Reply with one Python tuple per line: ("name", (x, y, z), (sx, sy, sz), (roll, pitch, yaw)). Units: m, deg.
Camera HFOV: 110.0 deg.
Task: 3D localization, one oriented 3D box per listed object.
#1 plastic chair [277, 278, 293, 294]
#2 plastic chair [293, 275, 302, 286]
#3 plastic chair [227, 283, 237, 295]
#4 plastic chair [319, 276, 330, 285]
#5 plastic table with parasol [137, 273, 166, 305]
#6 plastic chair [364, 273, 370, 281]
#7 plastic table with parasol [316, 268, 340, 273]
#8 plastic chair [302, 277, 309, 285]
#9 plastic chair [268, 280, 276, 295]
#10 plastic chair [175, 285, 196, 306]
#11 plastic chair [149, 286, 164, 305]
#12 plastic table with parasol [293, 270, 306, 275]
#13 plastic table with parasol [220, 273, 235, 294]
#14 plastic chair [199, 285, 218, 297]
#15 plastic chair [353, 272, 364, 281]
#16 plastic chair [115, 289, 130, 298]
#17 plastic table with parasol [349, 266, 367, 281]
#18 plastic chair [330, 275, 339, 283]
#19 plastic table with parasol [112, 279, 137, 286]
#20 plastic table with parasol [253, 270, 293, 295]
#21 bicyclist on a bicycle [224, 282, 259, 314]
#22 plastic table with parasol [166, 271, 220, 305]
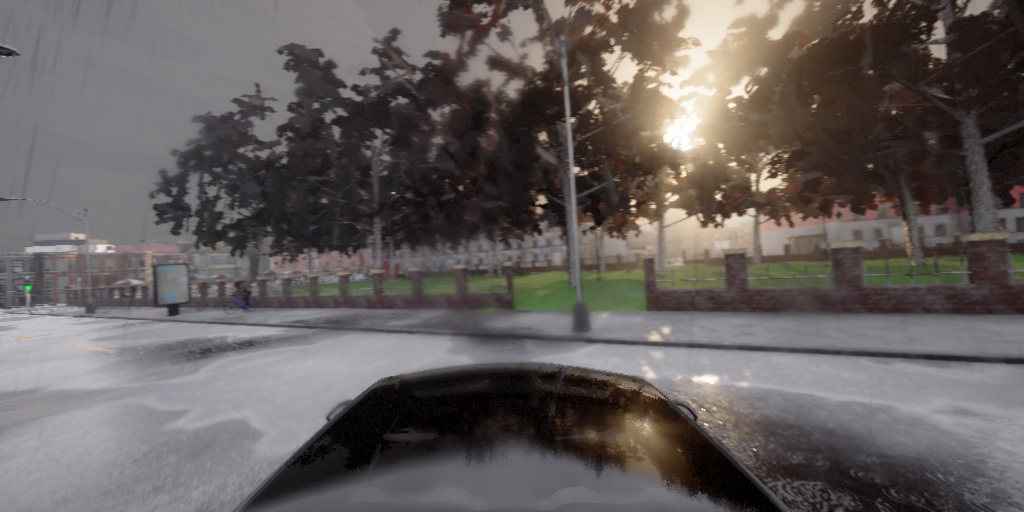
("plastic chair", (-23.202, 3.161, 36.694), (0.730, 1.272, 0.750), (0, 0, -13))
("plastic chair", (-32.735, 3.935, 54.215), (0.750, 1.272, 0.730), (0, 0, -4))
("plastic chair", (-30.781, 3.671, 39.917), (0.730, 1.272, 0.750), (0, 0, -13))
("plastic chair", (-27.423, 3.568, 52.135), (0.750, 1.272, 0.730), (0, 0, -11))
("plastic table with parasol", (-36.449, 3.408, 37.500), (2.482, 2.480, 2.482), (0, 0, -13))
("plastic chair", (-22.923, 3.426, 57.070), (0.730, 1.272, 0.750), (0, 0, -13))
("plastic table with parasol", (-27.637, 3.011, 53.251), (2.482, 2.480, 2.482), (0, 0, -11))
("plastic chair", (-31.844, 3.839, 55.741), (0.730, 1.272, 0.750), (0, 0, -13))
("plastic chair", (-24.066, 3.207, 35.220), (0.750, 1.272, 0.730), (0, 0, -8))
("plastic chair", (-28.925, 3.480, 31.738), (0.750, 1.272, 0.730), (0, 0, -8))
("plastic chair", (-36.093, 3.975, 36.223), (0.750, 1.272, 0.730), (0, 0, -8))
("plastic table with parasol", (-33.114, 3.338, 55.548), (2.482, 2.480, 2.482), (0, 0, -11))
("plastic table with parasol", (-31.999, 3.123, 39.693), (2.482, 2.480, 2.482), (0, 0, -14))
("plastic chair", (-28.061, 3.438, 33.212), (0.730, 1.272, 0.750), (0, 0, -13))
("plastic chair", (-23.787, 3.463, 55.596), (0.750, 1.272, 0.730), (0, 0, -8))
("plastic chair", (-41.190, 4.343, 37.720), (0.750, 1.272, 0.730), (0, 0, -8))
("plastic table with parasol", (-24.143, 2.896, 56.874), (2.482, 2.480, 2.482), (0, 0, -13))
("plastic chair", (-26.512, 3.538, 53.596), (0.730, 1.272, 0.750), (0, 0, -17))
("plastic table with parasol", (-41.546, 3.776, 38.998), (2.482, 2.480, 2.482), (0, 0, -13))
("plastic table with parasol", (-24.423, 2.633, 36.498), (2.482, 2.480, 2.482), (0, 0, -13))
("bicyclist on a bicycle", (-14.268, 2.193, 18.898), (0.582, 1.620, 1.656), (-4, 0, 27))
("plastic table with parasol", (-29.282, 2.886, 33.015), (2.482, 2.480, 2.482), (0, 0, -13))
